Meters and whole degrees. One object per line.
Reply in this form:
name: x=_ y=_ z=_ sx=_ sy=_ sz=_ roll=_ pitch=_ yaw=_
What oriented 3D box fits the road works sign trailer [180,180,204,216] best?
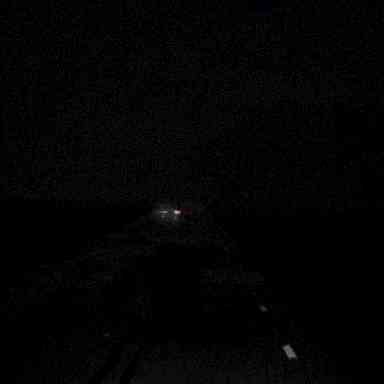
road works sign trailer: x=-0.011 y=0.545 z=34.187 sx=2.380 sy=3.560 sz=2.880 roll=0 pitch=0 yaw=0

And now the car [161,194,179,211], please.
car: x=-2.827 y=1.336 z=43.789 sx=2.150 sy=2.045 sz=5.566 roll=0 pitch=0 yaw=0
